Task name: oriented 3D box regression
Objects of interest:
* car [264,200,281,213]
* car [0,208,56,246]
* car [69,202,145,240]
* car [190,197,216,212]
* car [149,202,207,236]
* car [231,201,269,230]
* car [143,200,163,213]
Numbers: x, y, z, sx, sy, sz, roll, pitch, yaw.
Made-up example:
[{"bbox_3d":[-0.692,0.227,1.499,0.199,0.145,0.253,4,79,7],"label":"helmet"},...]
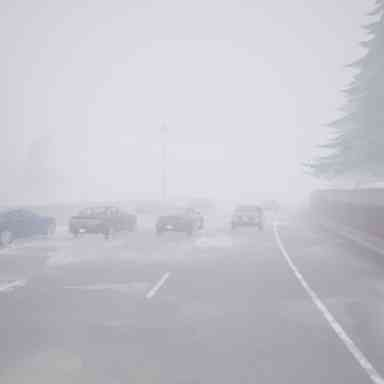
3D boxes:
[{"bbox_3d":[8.744,1.518,37.088,1.994,1.385,4.181,0,0,21],"label":"car"},{"bbox_3d":[-8.285,1.458,15.279,1.882,1.535,5.008,0,0,10],"label":"car"},{"bbox_3d":[-4.380,1.470,17.084,2.128,1.511,4.902,0,0,11],"label":"car"},{"bbox_3d":[1.126,1.308,36.638,2.097,1.767,4.553,0,0,19],"label":"car"},{"bbox_3d":[-0.591,1.503,18.137,1.812,1.442,4.674,0,0,12],"label":"car"},{"bbox_3d":[3.583,1.522,20.859,2.033,1.411,5.357,0,0,14],"label":"car"},{"bbox_3d":[-3.895,1.506,32.957,2.033,1.411,5.357,0,0,18],"label":"car"}]
